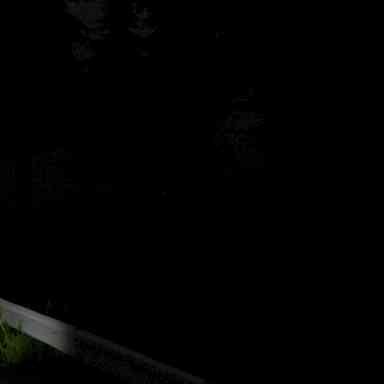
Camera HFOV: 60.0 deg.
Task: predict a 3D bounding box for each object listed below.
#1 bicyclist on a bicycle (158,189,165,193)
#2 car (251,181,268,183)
[{"bbox_3d":[-2.624,0.109,29.144,0.582,1.620,1.656,2,5,-28],"label":"bicyclist on a bicycle"},{"bbox_3d":[7.259,-0.581,38.157,4.181,1.385,1.994,-4,0,0],"label":"car"}]
